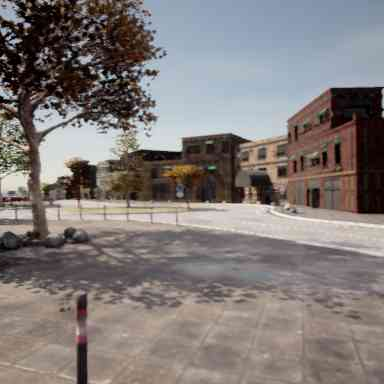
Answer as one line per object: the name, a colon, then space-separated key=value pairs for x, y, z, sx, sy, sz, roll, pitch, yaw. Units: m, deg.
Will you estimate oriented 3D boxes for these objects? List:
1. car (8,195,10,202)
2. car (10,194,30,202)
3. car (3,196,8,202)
car: x=-45.759 y=1.683 z=80.047 sx=1.882 sy=1.535 sz=5.008 roll=-1 pitch=-1 yaw=-32
car: x=-44.146 y=1.503 z=84.809 sx=5.566 sy=2.045 sz=2.435 roll=-1 pitch=-1 yaw=-32
car: x=-40.988 y=1.578 z=69.526 sx=1.882 sy=1.535 sz=5.008 roll=-1 pitch=0 yaw=-10
